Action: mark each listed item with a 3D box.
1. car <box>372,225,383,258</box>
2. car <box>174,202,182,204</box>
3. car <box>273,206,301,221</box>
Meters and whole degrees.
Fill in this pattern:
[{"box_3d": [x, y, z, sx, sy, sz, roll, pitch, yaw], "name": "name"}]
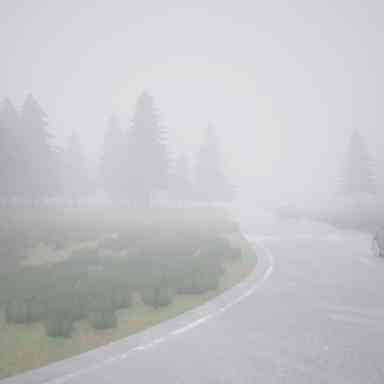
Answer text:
[{"box_3d": [7.349, 1.470, 10.565, 2.097, 1.767, 4.553, -1, -1, 16], "name": "car"}, {"box_3d": [-3.592, 3.101, 91.848, 1.905, 1.878, 3.866, 0, -1, -27], "name": "car"}, {"box_3d": [9.522, 2.092, 33.496, 2.033, 1.411, 5.357, -1, -1, 4], "name": "car"}]
